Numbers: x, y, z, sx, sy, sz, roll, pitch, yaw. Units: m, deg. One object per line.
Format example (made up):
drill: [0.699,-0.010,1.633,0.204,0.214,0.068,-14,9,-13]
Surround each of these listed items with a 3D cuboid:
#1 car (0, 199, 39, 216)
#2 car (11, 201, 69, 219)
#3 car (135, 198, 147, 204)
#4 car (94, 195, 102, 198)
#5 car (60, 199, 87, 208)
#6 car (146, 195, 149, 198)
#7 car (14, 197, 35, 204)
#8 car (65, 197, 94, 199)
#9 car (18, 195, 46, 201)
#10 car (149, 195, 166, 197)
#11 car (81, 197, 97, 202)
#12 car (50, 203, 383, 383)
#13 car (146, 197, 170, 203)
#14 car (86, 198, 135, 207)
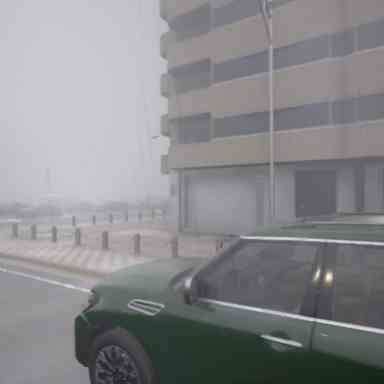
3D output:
car: [-18.385,1.798,33.017,2.128,1.511,4.902,-1,0,35]
car: [-14.647,1.845,32.258,1.994,1.385,4.181,-1,0,35]
car: [-7.587,1.909,48.477,1.895,1.301,4.718,-1,0,35]
car: [-25.127,1.735,87.086,1.905,1.878,3.866,-1,0,35]
car: [-13.311,1.871,40.286,1.994,1.385,4.181,-1,0,35]
car: [-9.052,1.590,75.831,1.905,1.878,3.866,-1,0,35]
car: [-37.517,1.964,74.458,1.784,1.438,3.905,-1,0,35]
car: [-21.309,1.849,63.096,1.970,1.475,3.806,-1,0,35]
car: [-35.186,1.732,72.741,1.932,1.855,4.605,-1,0,35]
car: [-6.716,1.566,74.122,1.932,1.855,4.605,-1,0,35]
car: [-27.488,1.996,88.759,1.970,1.475,3.806,-1,0,35]
car: [1.297,1.226,3.073,5.566,2.045,2.150,-1,0,35]
car: [-3.907,1.808,47.622,1.812,1.442,4.674,-1,0,35]
car: [-9.571,1.773,39.532,2.128,1.511,4.902,-1,0,35]
